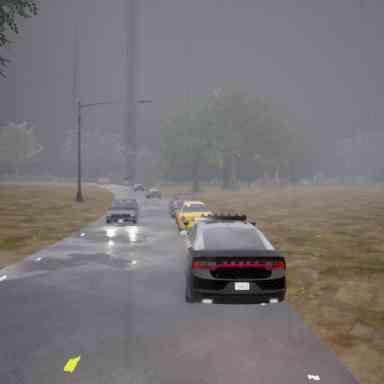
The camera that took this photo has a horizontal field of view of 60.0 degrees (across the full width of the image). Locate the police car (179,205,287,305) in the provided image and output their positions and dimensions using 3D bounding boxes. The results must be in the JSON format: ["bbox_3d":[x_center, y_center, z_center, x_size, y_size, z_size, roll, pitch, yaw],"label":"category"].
[{"bbox_3d":[0.747,1.356,8.213,1.930,1.638,5.238,0,1,-2],"label":"police car"}]

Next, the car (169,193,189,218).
[{"bbox_3d":[-0.568,0.863,24.193,2.097,1.767,4.553,-1,1,-7],"label":"car"}]

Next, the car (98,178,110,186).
[{"bbox_3d":[-22.343,-2.576,84.657,2.150,2.045,5.566,0,4,-26],"label":"car"}]

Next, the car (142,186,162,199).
[{"bbox_3d":[-5.325,0.150,45.668,1.812,1.442,4.674,0,3,-13],"label":"car"}]

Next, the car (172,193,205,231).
[{"bbox_3d":[0.042,1.164,18.372,1.801,1.575,5.366,-2,3,-5],"label":"car"}]

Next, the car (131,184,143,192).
[{"bbox_3d":[-10.371,-0.836,63.607,1.837,1.490,4.892,0,3,-20],"label":"car"}]

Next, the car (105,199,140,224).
[{"bbox_3d":[-4.302,1.159,21.337,2.033,1.411,5.357,0,2,-7],"label":"car"}]
